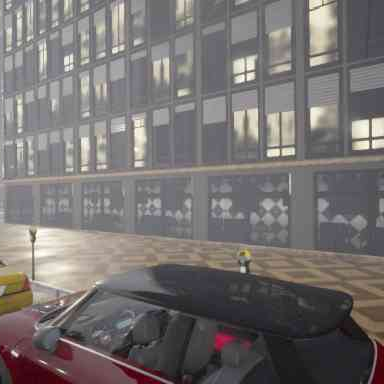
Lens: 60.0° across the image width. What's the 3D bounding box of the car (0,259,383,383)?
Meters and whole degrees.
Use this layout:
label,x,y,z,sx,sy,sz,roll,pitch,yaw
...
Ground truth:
label,x,y,z,sx,sy,sz,roll,pitch,yaw
car,-0.350,1.441,3.143,4.097,1.590,1.967,0,-1,35
